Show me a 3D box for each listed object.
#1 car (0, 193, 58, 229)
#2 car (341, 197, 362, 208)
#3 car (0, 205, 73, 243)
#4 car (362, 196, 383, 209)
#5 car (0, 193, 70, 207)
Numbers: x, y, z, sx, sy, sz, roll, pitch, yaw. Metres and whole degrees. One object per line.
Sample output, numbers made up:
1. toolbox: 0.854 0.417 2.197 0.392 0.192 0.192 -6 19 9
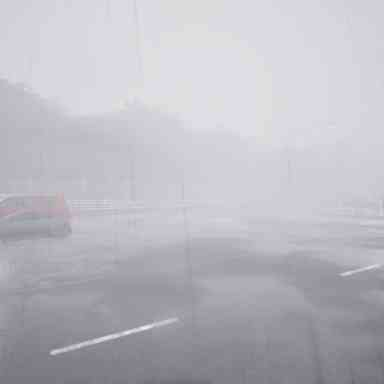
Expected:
1. car: -11.521 1.116 20.731 5.566 2.045 2.150 0 1 -36
2. car: 22.628 1.451 46.498 4.181 1.385 1.994 -1 1 -37
3. car: -7.613 1.514 14.940 4.181 1.385 1.994 0 1 -36
4. car: 24.891 1.277 43.813 4.553 1.767 2.097 0 0 -37
5. car: -9.409 1.148 17.954 5.566 2.045 2.150 0 1 -36
